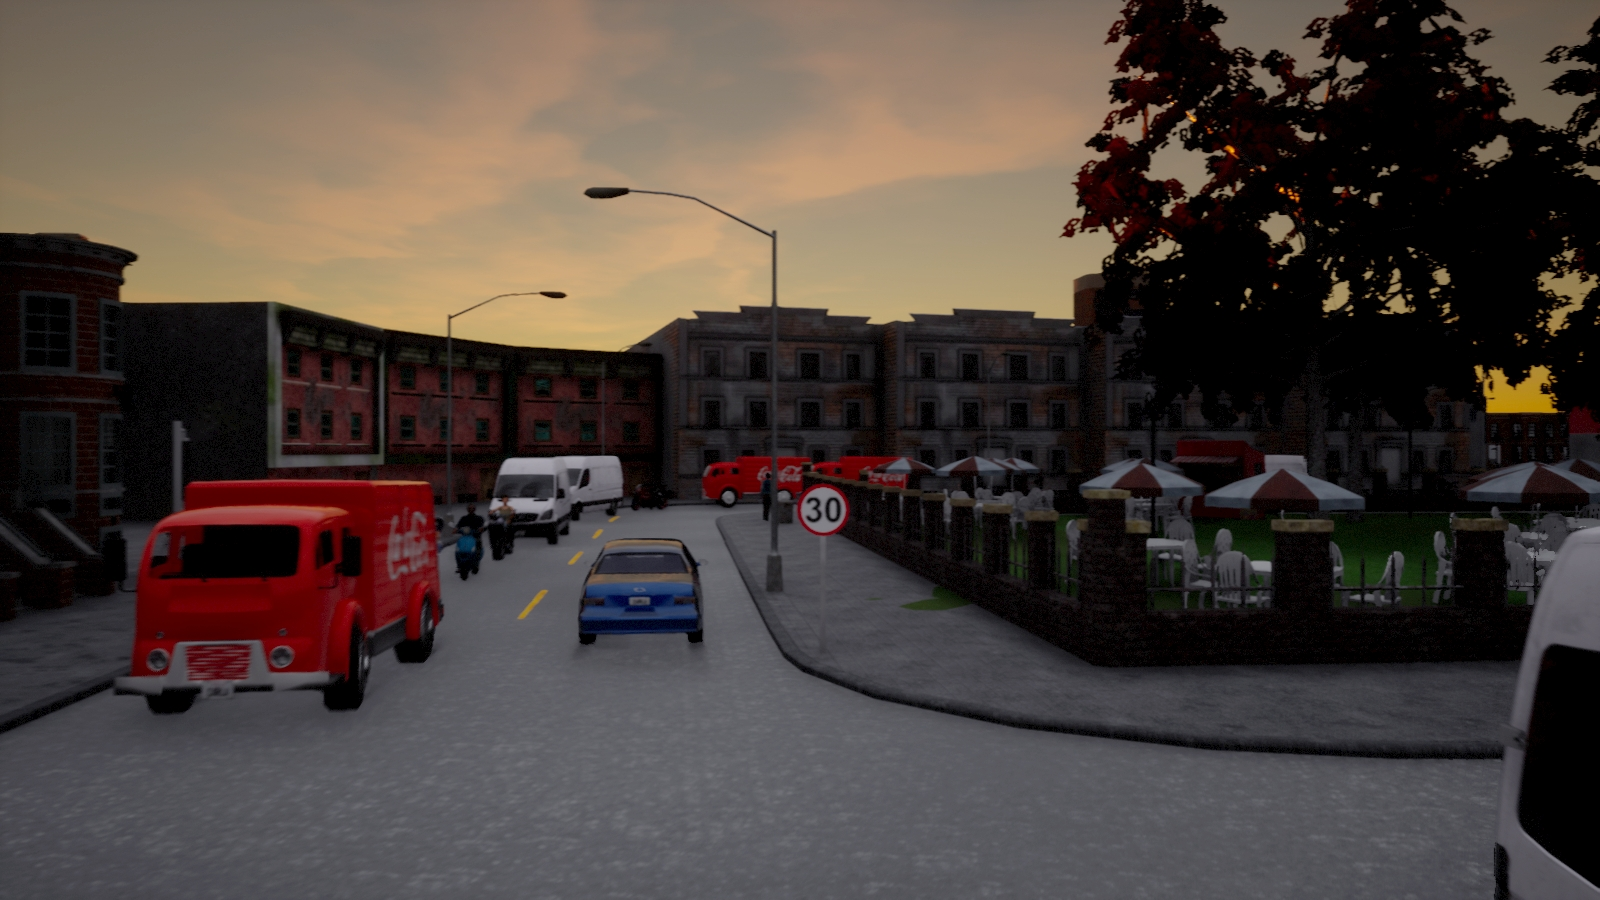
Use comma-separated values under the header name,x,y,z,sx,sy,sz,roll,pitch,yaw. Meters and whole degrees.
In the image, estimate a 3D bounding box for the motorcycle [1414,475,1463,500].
name,x,y,z,sx,sy,sz,roll,pitch,yaw
motorcycle,33.989,1.992,60.821,2.209,1.251,0.867,0,0,-6

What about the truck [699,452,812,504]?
name,x,y,z,sx,sy,sz,roll,pitch,yaw
truck,-2.234,1.348,56.620,5.204,2.467,2.627,0,0,-13

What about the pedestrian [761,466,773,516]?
name,x,y,z,sx,sy,sz,roll,pitch,yaw
pedestrian,-1.251,1.523,42.798,0.375,1.860,0.375,0,0,12

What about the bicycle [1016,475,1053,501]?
name,x,y,z,sx,sy,sz,roll,pitch,yaw
bicycle,11.973,1.942,58.442,1.835,1.271,0.329,0,0,-6

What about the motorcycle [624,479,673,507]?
name,x,y,z,sx,sy,sz,roll,pitch,yaw
motorcycle,-7.048,1.984,53.330,0.867,1.251,2.209,0,0,42

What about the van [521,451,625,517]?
name,x,y,z,sx,sy,sz,roll,pitch,yaw
van,-9.300,1.313,47.509,1.988,2.561,5.915,0,0,13

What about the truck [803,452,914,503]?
name,x,y,z,sx,sy,sz,roll,pitch,yaw
truck,2.913,1.348,57.437,5.204,2.467,2.627,0,0,-7

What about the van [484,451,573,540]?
name,x,y,z,sx,sy,sz,roll,pitch,yaw
van,-8.430,1.312,35.973,1.988,2.561,5.915,0,0,-6

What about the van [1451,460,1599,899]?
name,x,y,z,sx,sy,sz,roll,pitch,yaw
van,5.670,1.316,4.310,5.915,2.561,1.988,0,0,-16

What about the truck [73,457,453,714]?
name,x,y,z,sx,sy,sz,roll,pitch,yaw
truck,-6.007,1.365,13.755,2.627,2.467,5.204,0,-1,-7

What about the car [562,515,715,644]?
name,x,y,z,sx,sy,sz,roll,pitch,yaw
car,-2.458,1.885,18.059,2.033,1.411,5.357,0,0,-6
